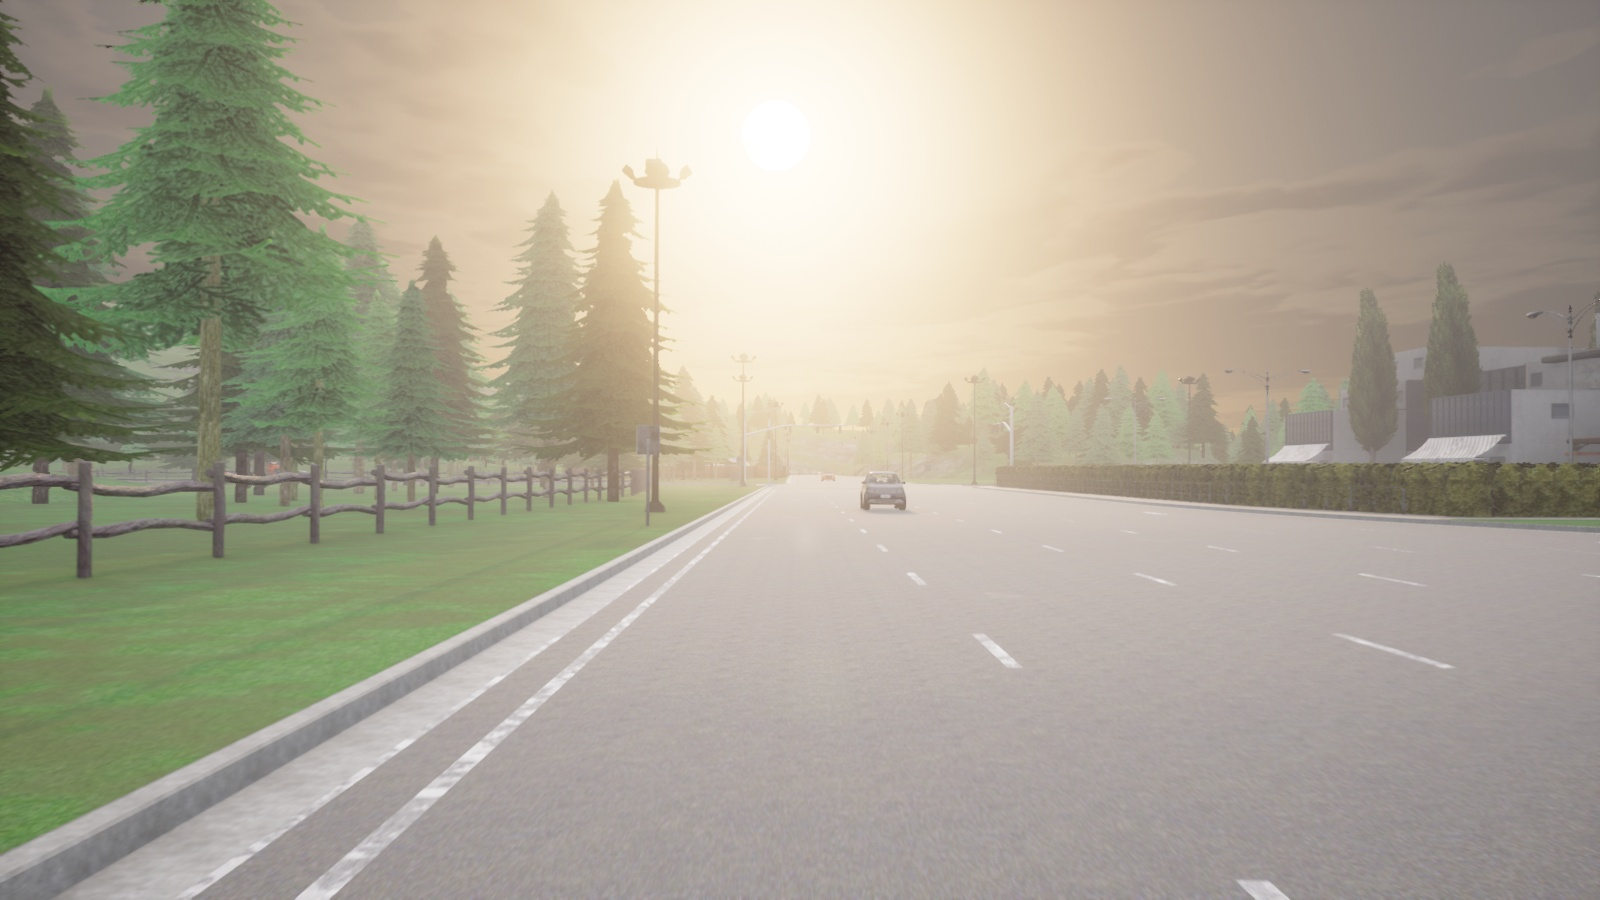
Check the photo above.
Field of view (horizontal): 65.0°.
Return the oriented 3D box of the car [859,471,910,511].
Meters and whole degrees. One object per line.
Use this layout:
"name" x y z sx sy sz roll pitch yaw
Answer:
"car" 3.381 1.632 50.945 1.789 1.549 3.705 0 -1 0
